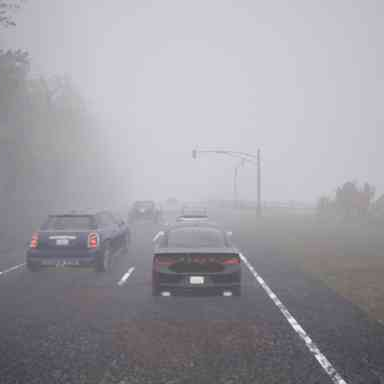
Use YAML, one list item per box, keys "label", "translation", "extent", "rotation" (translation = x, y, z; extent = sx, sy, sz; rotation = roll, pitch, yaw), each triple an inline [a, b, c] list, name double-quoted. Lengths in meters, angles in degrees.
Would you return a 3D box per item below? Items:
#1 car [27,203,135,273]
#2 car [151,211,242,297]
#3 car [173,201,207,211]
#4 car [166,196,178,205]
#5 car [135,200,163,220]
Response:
- label: "car"
  translation: [-3.411, 1.354, 10.894]
  extent: [2.097, 1.767, 4.553]
  rotation: [0, 0, 0]
- label: "car"
  translation: [0.091, 1.479, 8.630]
  extent: [1.882, 1.535, 5.008]
  rotation: [0, 0, 0]
- label: "car"
  translation: [0.090, 1.494, 18.125]
  extent: [2.128, 1.511, 4.902]
  rotation: [0, 0, 0]
- label: "car"
  translation: [-3.467, 1.506, 58.095]
  extent: [1.837, 1.490, 4.892]
  rotation: [0, 0, 0]
- label: "car"
  translation: [-3.429, 1.355, 25.285]
  extent: [2.097, 1.767, 4.553]
  rotation: [0, 0, 0]
